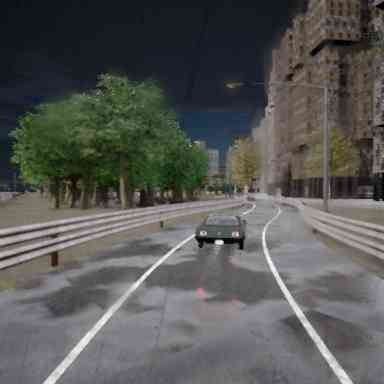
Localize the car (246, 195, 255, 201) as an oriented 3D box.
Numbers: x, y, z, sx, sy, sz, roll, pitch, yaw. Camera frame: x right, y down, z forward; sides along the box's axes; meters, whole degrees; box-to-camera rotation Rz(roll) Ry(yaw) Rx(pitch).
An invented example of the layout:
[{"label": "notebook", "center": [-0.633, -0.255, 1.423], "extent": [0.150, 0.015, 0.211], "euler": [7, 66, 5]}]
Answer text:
[{"label": "car", "center": [14.582, 1.493, 83.602], "extent": [2.128, 1.511, 4.902], "euler": [0, 0, -1]}]

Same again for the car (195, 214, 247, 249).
[{"label": "car", "center": [1.444, 1.607, 14.703], "extent": [1.895, 1.301, 4.718], "euler": [0, 0, 11]}]
